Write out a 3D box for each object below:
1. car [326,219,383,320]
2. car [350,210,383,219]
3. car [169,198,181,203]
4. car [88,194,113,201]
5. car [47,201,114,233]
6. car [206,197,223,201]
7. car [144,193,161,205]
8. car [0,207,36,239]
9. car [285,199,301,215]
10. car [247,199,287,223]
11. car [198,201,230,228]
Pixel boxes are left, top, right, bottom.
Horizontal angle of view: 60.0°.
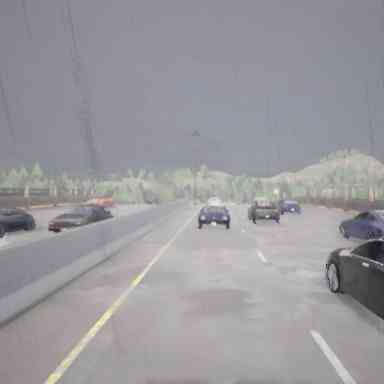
[{"bbox_3d":[3.920,1.492,5.759,1.837,1.490,4.892,0,0,3],"label":"car"},{"bbox_3d":[7.942,1.489,14.141,1.812,1.442,4.674,0,0,4],"label":"car"},{"bbox_3d":[-3.002,1.710,60.346,1.895,1.301,4.718,0,-3,5],"label":"car"},{"bbox_3d":[-11.389,1.101,41.530,2.097,1.767,4.553,0,0,4],"label":"car"},{"bbox_3d":[-5.994,1.431,18.634,2.033,1.411,5.357,0,0,4],"label":"car"},{"bbox_3d":[2.637,1.347,38.795,1.812,1.442,4.674,0,0,4],"label":"car"},{"bbox_3d":[-6.712,1.150,57.644,2.150,2.045,5.566,0,-2,5],"label":"car"},{"bbox_3d":[-9.645,1.443,16.563,1.994,1.385,4.181,0,0,4],"label":"car"},{"bbox_3d":[9.184,1.407,32.055,1.812,1.442,4.674,0,0,4],"label":"car"},{"bbox_3d":[5.130,1.394,24.250,2.128,1.511,4.902,0,0,4],"label":"car"},{"bbox_3d":[1.400,1.503,21.109,1.895,1.301,4.718,0,0,4],"label":"car"}]
